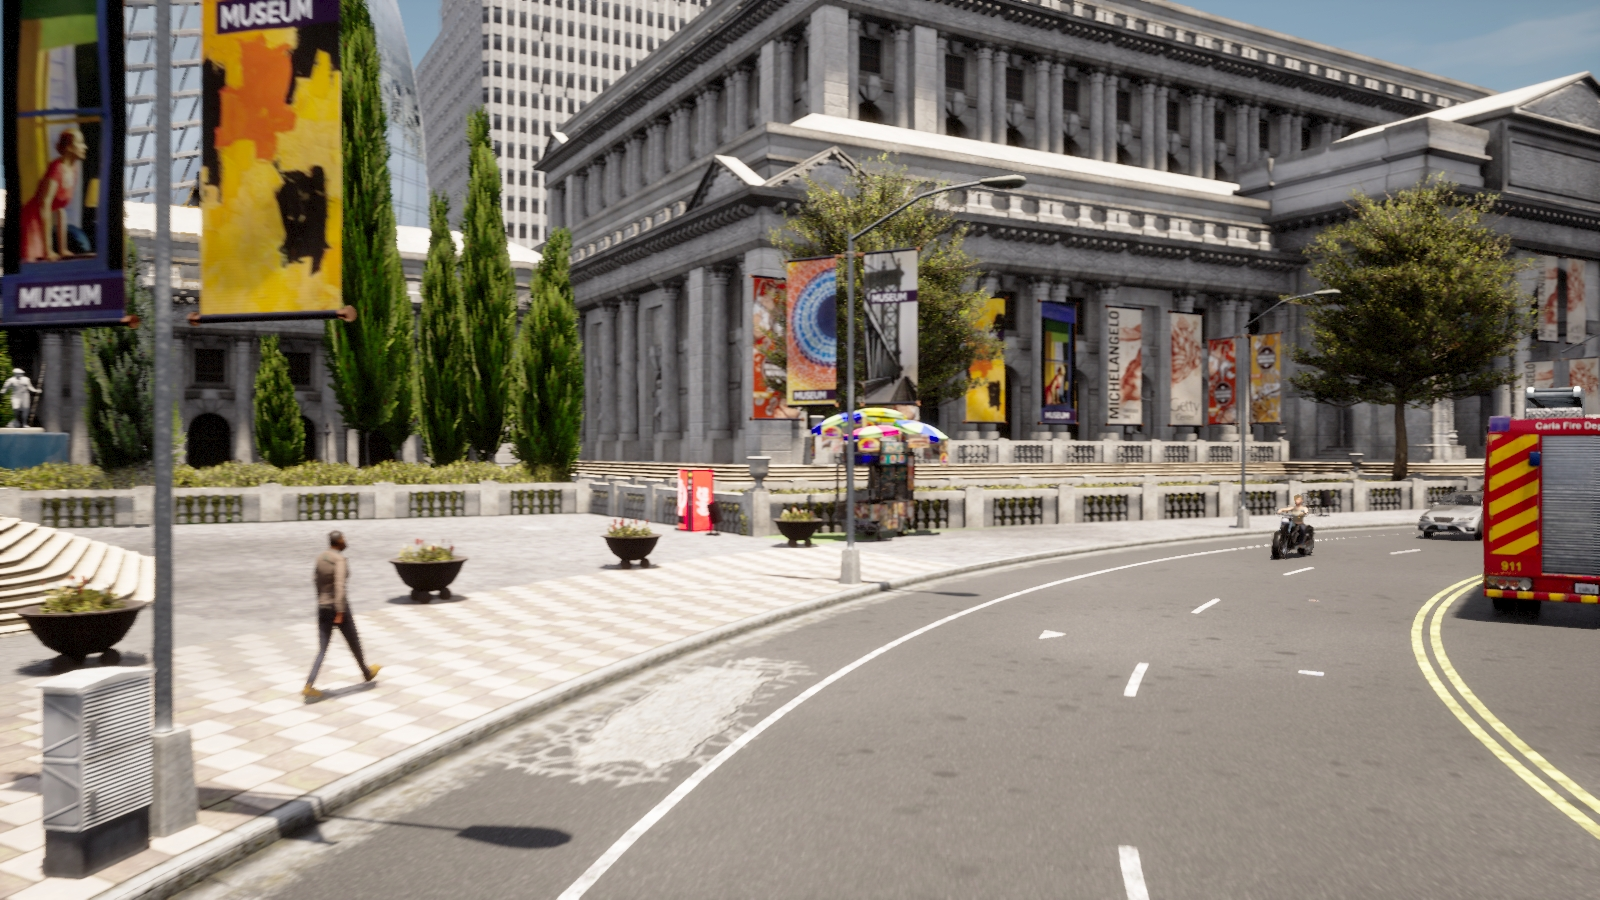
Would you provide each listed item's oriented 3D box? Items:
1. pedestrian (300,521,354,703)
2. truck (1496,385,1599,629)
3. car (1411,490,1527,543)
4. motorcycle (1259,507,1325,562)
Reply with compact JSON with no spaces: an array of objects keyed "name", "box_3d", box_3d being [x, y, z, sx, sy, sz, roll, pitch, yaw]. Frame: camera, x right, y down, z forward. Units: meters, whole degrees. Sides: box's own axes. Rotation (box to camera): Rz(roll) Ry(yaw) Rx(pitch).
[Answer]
[{"name":"pedestrian","box_3d":[-5.009,1.693,12.110,0.375,1.860,0.375,0,0,24]},{"name":"truck","box_3d":[15.029,0.899,21.373,2.891,3.827,8.468,0,0,35]},{"name":"car","box_3d":[21.486,2.077,36.635,4.193,1.474,1.816,0,0,-39]},{"name":"motorcycle","box_3d":[12.859,2.177,29.811,0.764,1.277,2.356,1,1,45]}]
